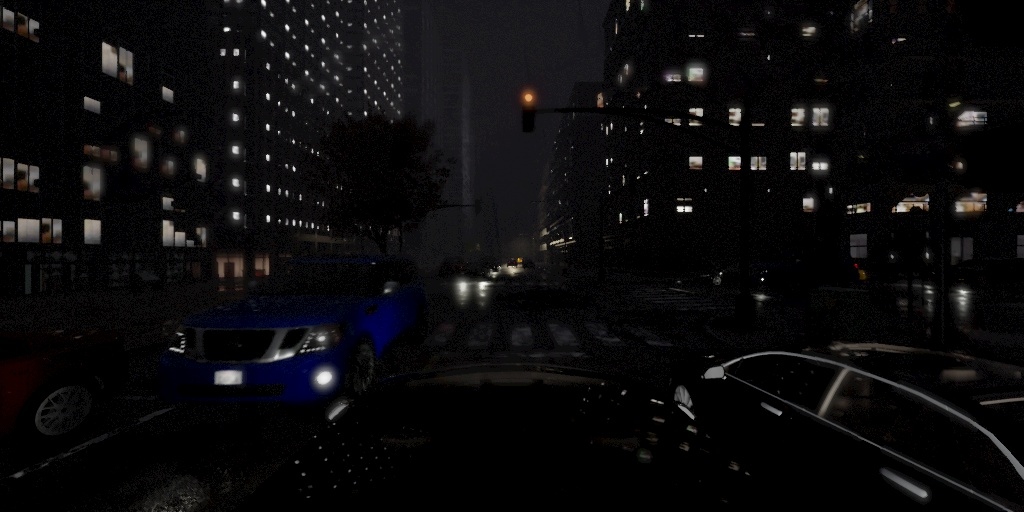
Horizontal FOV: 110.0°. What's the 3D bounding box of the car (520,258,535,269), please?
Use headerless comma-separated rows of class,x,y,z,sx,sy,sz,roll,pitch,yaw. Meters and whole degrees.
car,2.716,1.350,57.077,1.948,1.339,4.313,0,0,0

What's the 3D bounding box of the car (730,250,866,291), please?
car,15.434,0.740,19.440,5.566,2.045,2.150,-1,0,-1

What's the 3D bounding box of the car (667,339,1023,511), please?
car,2.689,1.300,2.598,2.007,1.370,4.403,0,0,0

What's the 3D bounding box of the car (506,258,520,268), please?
car,0.028,1.285,64.309,2.128,1.511,4.902,0,0,0

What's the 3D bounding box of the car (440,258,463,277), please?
car,-5.676,1.079,34.990,2.192,1.841,5.009,0,0,0

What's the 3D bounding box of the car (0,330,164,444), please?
car,-5.692,1.295,2.602,1.888,1.381,4.507,0,0,0

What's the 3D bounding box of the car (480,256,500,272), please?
car,-3.077,0.997,47.419,2.150,2.045,5.566,0,0,0

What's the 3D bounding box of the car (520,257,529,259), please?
car,2.718,1.316,62.769,1.751,1.417,4.829,0,0,0

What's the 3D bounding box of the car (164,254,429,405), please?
car,-3.090,0.973,6.646,2.150,2.045,5.566,0,0,0

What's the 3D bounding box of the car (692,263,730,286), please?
car,13.444,1.095,22.009,4.403,1.370,2.007,0,0,-1

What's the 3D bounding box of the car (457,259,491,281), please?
car,-3.086,1.238,30.205,1.882,1.535,5.008,0,0,0

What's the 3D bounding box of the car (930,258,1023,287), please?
car,25.873,0.878,19.538,4.892,1.490,1.837,-1,0,-1
